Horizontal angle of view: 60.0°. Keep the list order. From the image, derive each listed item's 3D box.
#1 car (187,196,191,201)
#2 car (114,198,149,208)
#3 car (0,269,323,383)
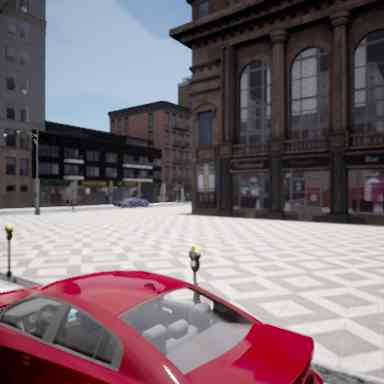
[{"bbox_3d":[0.989,1.081,59.469,1.837,1.490,4.892,0,0,36],"label":"car"},{"bbox_3d":[-8.423,1.492,46.850,2.033,1.411,5.357,0,0,36],"label":"car"},{"bbox_3d":[-1.006,1.542,3.564,4.507,1.381,1.887,0,0,35],"label":"car"}]
